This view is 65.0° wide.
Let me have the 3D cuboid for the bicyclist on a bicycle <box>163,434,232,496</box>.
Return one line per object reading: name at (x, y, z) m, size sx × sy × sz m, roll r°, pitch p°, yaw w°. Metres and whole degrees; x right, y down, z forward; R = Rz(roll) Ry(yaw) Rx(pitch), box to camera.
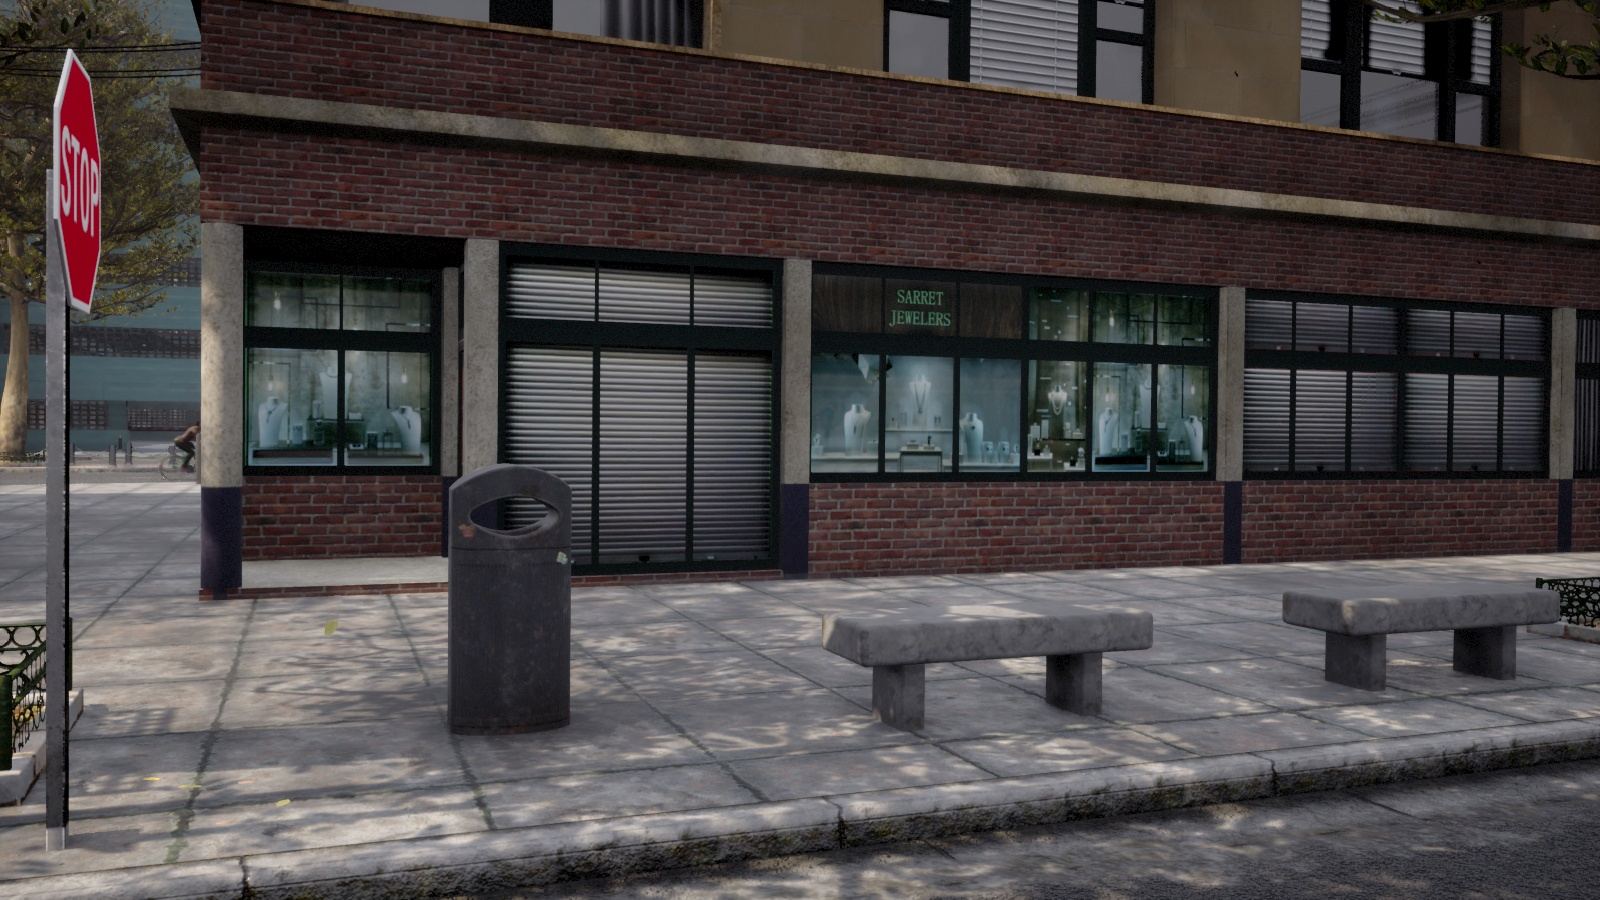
bicyclist on a bicycle at (-16.177, 0.377, 33.735) m, size 1.656 × 1.620 × 0.582 m, roll -1°, pitch 1°, yaw -26°
